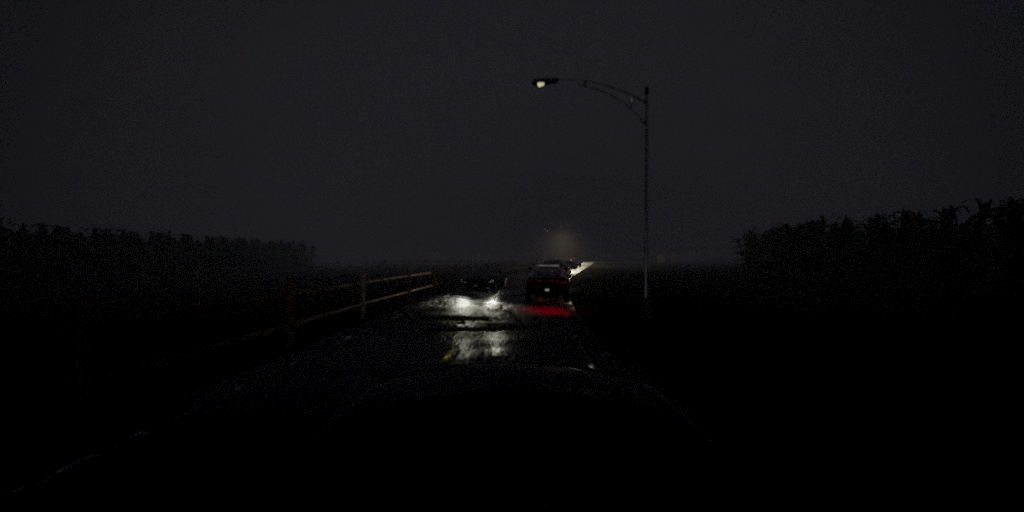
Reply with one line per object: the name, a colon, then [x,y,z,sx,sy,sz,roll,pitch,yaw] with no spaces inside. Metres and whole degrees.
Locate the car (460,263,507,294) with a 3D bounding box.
car: [-1.495,1.197,20.349,1.882,1.535,5.008,0,0,8]

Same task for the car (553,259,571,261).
car: [3.111,1.072,26.780,2.097,1.767,4.553,0,0,10]

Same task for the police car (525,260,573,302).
police car: [1.703,1.162,17.175,1.930,1.638,5.238,0,0,6]

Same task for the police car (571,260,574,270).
police car: [4.316,1.137,32.708,1.930,1.638,5.238,0,0,13]

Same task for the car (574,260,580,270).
car: [8.248,1.244,51.591,1.994,1.385,4.181,0,0,15]
